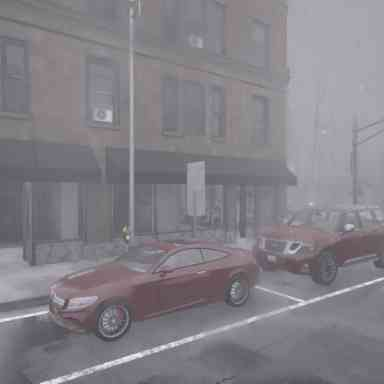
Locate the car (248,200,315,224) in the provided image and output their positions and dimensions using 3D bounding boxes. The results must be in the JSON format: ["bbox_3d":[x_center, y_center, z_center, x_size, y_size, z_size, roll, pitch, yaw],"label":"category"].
[{"bbox_3d":[6.813,1.486,25.884,1.882,1.535,5.008,0,0,-35],"label":"car"}]

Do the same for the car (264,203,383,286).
[{"bbox_3d":[4.008,1.315,9.618,5.009,1.841,2.192,0,0,-35],"label":"car"}]

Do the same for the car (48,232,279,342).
[{"bbox_3d":[-0.491,1.582,6.414,4.206,1.307,1.802,0,0,-35],"label":"car"}]
